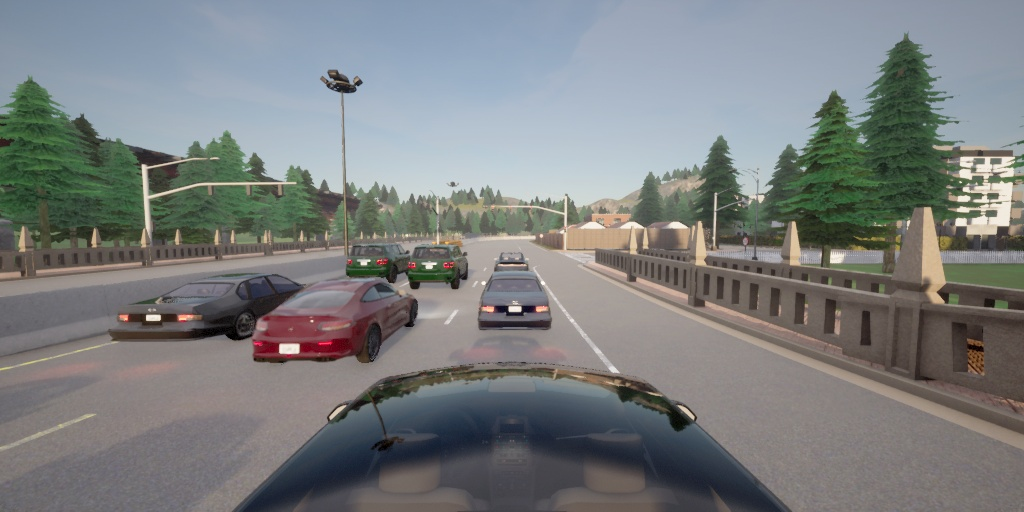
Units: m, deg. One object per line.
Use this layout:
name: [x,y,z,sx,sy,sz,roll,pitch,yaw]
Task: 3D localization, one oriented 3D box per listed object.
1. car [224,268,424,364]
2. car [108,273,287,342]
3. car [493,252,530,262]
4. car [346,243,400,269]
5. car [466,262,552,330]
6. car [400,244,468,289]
car: [-3.436,1.186,7.786,1.812,1.442,4.674,0,2,-1]
car: [-6.946,1.156,9.436,2.033,1.411,5.357,0,2,0]
car: [-0.023,0.529,20.115,2.128,1.511,4.902,0,3,0]
car: [-7.021,0.285,19.624,2.150,2.045,5.566,0,4,0]
car: [0.048,1.121,10.419,2.033,1.411,5.357,0,2,0]
car: [-3.507,0.399,17.799,2.150,2.045,5.566,0,4,0]
